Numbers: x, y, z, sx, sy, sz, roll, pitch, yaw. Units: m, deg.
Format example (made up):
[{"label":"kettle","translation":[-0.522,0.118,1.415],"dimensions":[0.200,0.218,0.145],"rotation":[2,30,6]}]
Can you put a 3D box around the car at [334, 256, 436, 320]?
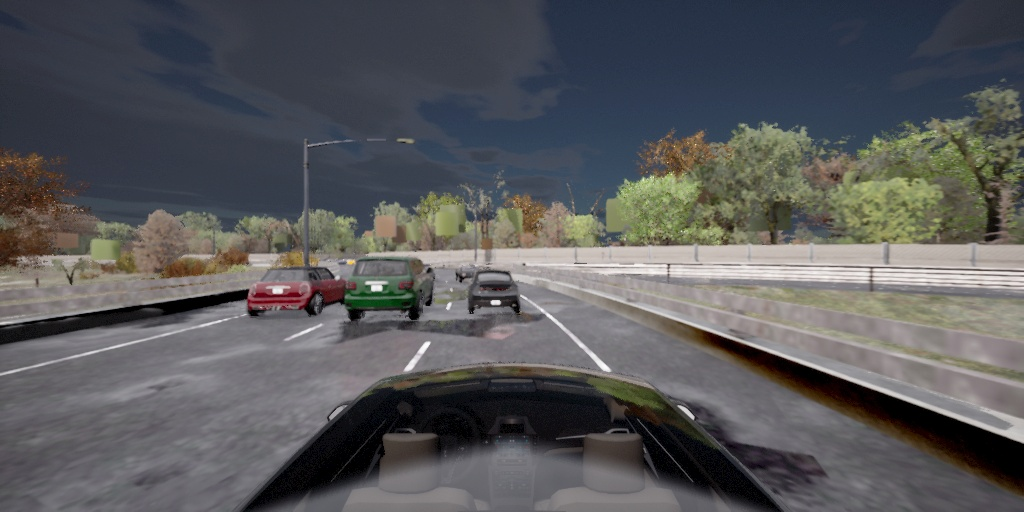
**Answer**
[{"label":"car","translation":[-4.175,1.014,13.015],"dimensions":[2.150,2.045,5.566],"rotation":[0,0,-6]}]

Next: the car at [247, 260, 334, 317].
[{"label":"car","translation":[-7.806,1.160,13.692],"dimensions":[2.097,1.767,4.553],"rotation":[0,0,-7]}]

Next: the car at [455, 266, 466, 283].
[{"label":"car","translation":[-3.501,1.415,28.855],"dimensions":[1.895,1.301,4.718],"rotation":[0,0,-13]}]

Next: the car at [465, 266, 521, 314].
[{"label":"car","translation":[-0.808,1.280,14.125],"dimensions":[1.837,1.490,4.892],"rotation":[0,0,-7]}]

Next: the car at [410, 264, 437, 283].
[{"label":"car","translation":[-7.490,1.400,30.181],"dimensions":[1.994,1.385,4.181],"rotation":[0,0,-15]}]
